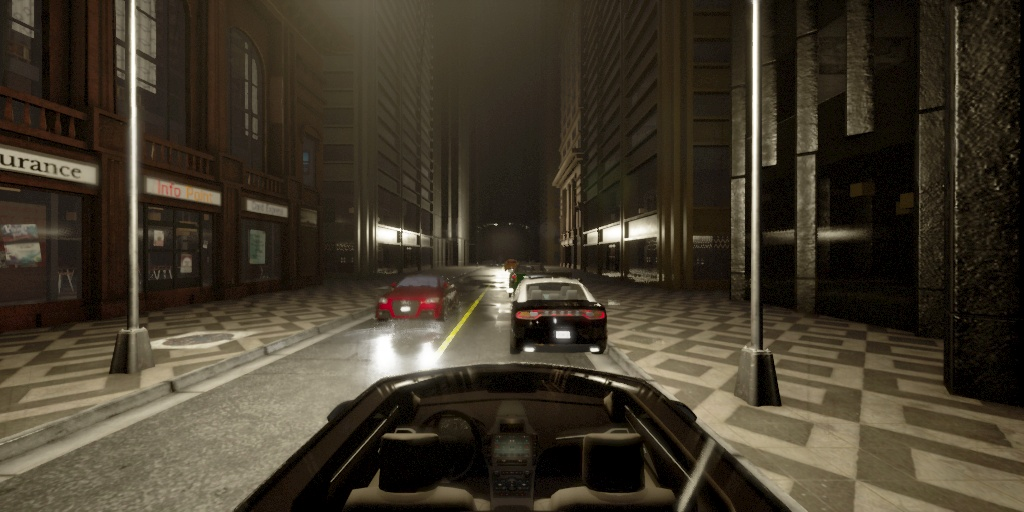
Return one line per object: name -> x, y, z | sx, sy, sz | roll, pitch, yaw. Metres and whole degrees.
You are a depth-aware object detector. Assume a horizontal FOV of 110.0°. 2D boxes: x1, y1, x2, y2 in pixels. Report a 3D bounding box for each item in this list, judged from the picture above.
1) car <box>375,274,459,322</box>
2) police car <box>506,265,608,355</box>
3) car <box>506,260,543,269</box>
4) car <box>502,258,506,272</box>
car -> -3.013, 1.317, 12.143 | 1.994, 1.385, 4.181 | 0, 0, 0
police car -> 0.891, 1.177, 8.867 | 1.930, 1.638, 5.238 | 0, 0, 0
car -> 0.878, 1.109, 18.728 | 2.097, 1.767, 4.553 | 0, 0, 0
car -> -0.019, 1.277, 48.196 | 1.882, 1.535, 5.008 | 0, 0, 0
